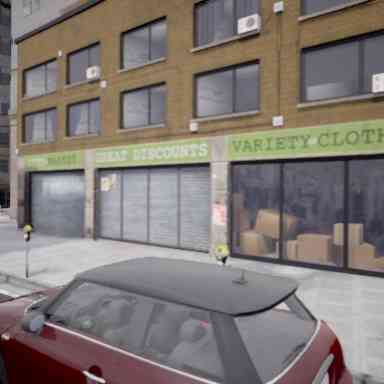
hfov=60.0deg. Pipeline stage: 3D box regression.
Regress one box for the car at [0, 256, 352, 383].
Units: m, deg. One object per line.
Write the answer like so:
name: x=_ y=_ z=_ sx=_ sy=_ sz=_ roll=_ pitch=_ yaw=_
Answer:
car: x=-0.635 y=1.442 z=3.523 sx=4.097 sy=1.590 sz=1.967 roll=0 pitch=1 yaw=36
